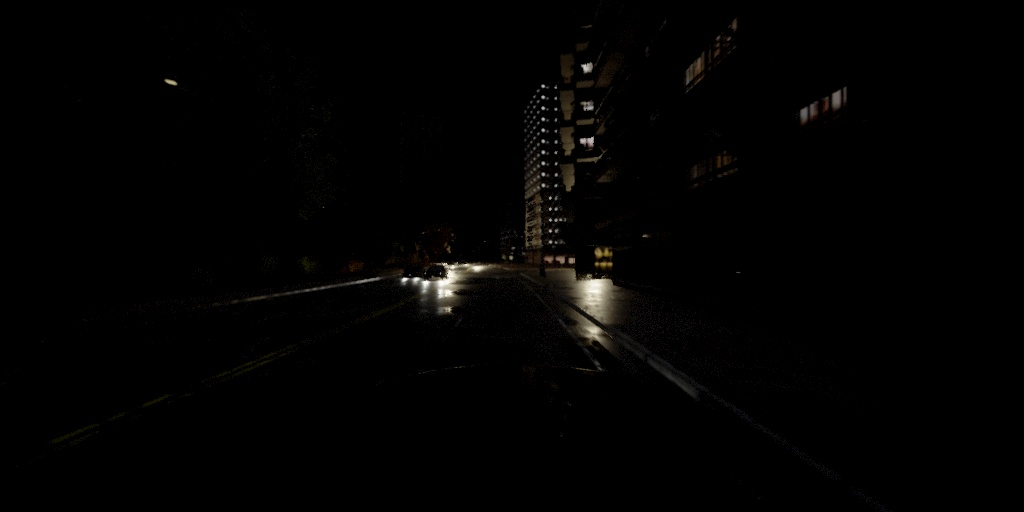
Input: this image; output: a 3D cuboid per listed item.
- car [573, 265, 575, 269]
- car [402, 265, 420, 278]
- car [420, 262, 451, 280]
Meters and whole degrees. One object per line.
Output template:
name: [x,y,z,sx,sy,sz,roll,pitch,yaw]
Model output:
car: [12.123,1.619,55.141,5.357,1.411,2.033,-1,-1,10]
car: [-10.978,1.683,40.717,2.033,1.411,5.357,0,-1,-3]
car: [-7.472,1.606,35.468,1.812,1.442,4.674,0,-1,-3]
